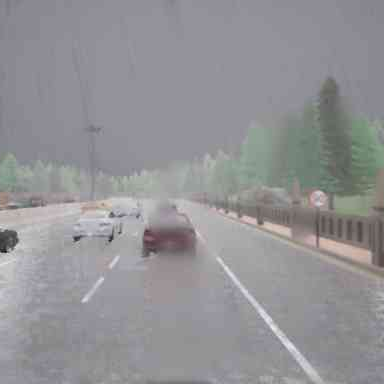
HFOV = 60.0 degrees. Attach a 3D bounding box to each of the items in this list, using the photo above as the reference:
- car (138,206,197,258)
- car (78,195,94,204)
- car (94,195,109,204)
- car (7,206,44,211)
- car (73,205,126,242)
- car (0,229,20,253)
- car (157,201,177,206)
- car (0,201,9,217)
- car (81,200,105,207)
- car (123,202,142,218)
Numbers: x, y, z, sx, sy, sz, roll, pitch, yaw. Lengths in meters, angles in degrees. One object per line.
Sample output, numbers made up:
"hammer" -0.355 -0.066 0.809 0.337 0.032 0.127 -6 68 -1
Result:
"car" -0.906 1.542 13.233 1.882 1.535 5.008 0 0 -4
"car" -23.292 1.612 73.037 2.150 2.045 5.566 0 0 -5
"car" -19.803 1.592 73.314 2.150 2.045 5.566 0 0 -5
"car" -16.735 1.473 33.355 2.150 2.045 5.566 0 -1 -5
"car" -4.719 1.630 16.995 1.812 1.442 4.674 0 0 -5
"car" -7.756 1.644 11.062 2.033 1.411 5.357 0 0 -4
"car" -2.480 1.640 33.156 1.882 1.535 5.008 0 0 -4
"car" -20.192 1.745 32.709 1.882 1.535 5.008 0 0 -4
"car" -9.458 1.680 32.613 1.882 1.535 5.008 0 0 -4
"car" -5.933 1.705 32.300 1.812 1.442 4.674 0 0 -5
